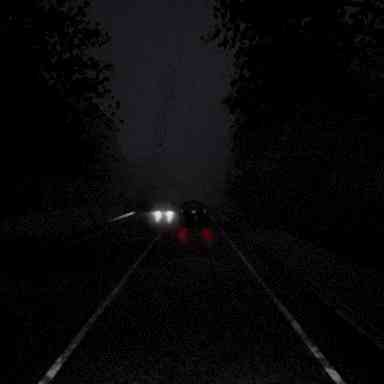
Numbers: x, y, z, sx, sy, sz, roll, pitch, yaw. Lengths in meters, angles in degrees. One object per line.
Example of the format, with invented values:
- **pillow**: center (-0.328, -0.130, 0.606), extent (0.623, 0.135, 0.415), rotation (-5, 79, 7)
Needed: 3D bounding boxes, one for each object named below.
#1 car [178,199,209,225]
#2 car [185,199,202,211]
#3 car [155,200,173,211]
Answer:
- **car**: center (0.110, 1.386, 24.549), extent (2.097, 1.767, 4.553), rotation (0, 0, 0)
- **car**: center (0.231, 1.601, 42.638), extent (2.033, 1.411, 5.357), rotation (0, 0, 2)
- **car**: center (-3.468, 1.663, 42.146), extent (1.895, 1.301, 4.718), rotation (0, 0, 2)
